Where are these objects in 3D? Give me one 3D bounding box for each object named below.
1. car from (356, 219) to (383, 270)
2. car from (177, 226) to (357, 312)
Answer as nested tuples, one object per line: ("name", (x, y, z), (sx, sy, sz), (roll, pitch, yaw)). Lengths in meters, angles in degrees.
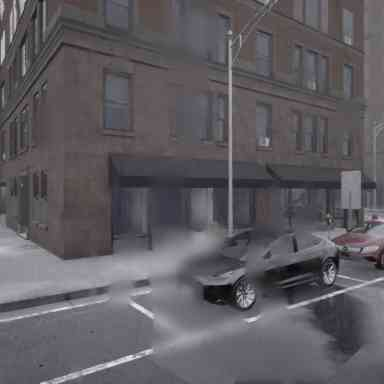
("car", (6.174, 1.582, 10.939), (4.206, 1.307, 1.802), (0, 0, -35))
("car", (1.695, 1.566, 7.744), (4.313, 1.339, 1.947), (0, 0, -36))
